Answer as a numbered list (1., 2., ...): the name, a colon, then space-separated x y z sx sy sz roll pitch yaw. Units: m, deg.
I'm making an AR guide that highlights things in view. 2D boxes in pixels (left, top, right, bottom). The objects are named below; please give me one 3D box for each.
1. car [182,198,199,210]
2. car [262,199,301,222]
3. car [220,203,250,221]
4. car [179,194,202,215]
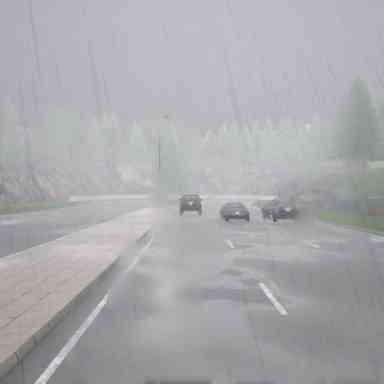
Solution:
1. car: -0.188 1.544 44.028 2.033 1.411 5.357 0 0 0
2. car: 6.922 1.349 26.174 2.097 1.767 4.553 0 0 0
3. car: 3.418 1.561 27.067 1.994 1.385 4.181 0 0 0
4. car: -0.133 1.219 33.813 2.150 2.045 5.566 0 0 0
